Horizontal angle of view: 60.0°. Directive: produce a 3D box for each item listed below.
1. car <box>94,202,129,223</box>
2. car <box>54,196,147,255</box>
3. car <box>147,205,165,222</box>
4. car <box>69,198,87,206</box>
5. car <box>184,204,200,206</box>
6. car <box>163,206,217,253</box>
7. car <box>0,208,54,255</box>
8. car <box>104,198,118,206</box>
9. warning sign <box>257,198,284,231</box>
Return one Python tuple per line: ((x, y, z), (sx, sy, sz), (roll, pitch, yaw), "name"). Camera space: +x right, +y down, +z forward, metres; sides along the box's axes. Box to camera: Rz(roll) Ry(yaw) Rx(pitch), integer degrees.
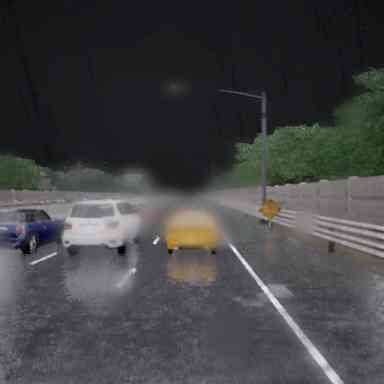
((-7.001, 1.754, 29.479), (1.882, 1.535, 5.008), (0, 0, 0), "car")
((-3.503, 1.349, 14.021), (2.150, 2.045, 5.566), (0, 0, 0), "car")
((-3.503, 1.839, 29.306), (1.994, 1.385, 4.181), (0, 0, 0), "car")
((-24.522, 2.179, 71.783), (2.128, 1.511, 4.902), (0, -1, 0), "car")
((-0.003, 1.767, 29.302), (2.128, 1.511, 4.902), (0, 0, 0), "car")
((0.003, 1.615, 14.481), (1.882, 1.535, 5.008), (0, 0, 0), "car")
((-7.000, 1.483, 14.084), (2.097, 1.767, 4.553), (0, -1, 0), "car")
((-17.522, 2.154, 71.785), (1.837, 1.490, 4.892), (0, -1, 0), "car")
((4.532, 1.297, 19.300), (1.300, 1.860, 1.060), (-1, -1, 0), "warning sign")
